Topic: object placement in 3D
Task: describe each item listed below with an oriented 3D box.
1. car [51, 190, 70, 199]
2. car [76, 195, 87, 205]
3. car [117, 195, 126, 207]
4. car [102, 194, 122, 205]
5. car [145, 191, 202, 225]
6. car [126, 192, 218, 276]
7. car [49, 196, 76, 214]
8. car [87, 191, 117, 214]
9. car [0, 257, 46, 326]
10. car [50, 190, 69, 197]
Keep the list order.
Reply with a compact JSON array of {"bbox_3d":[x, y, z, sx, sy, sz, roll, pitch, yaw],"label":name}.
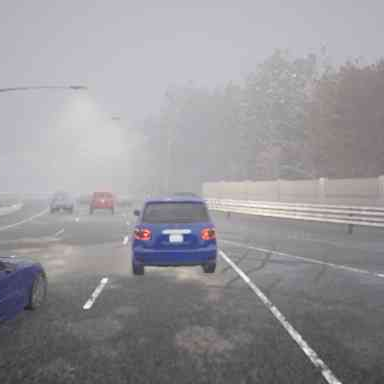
[{"bbox_3d":[-29.796,0.544,75.267,2.150,2.045,5.566,-1,1,-43],"label":"car"},{"bbox_3d":[-16.125,1.113,49.579,1.994,1.385,4.181,0,1,-27],"label":"car"},{"bbox_3d":[-9.228,1.150,43.297,2.033,1.411,5.357,0,0,-24],"label":"car"},{"bbox_3d":[-11.867,1.057,48.912,1.837,1.490,4.892,0,1,-26],"label":"car"},{"bbox_3d":[-1.469,0.997,23.680,2.150,2.045,5.566,0,0,-25],"label":"car"},{"bbox_3d":[-0.635,1.125,10.265,2.150,2.045,5.566,0,1,-6],"label":"car"},{"bbox_3d":[-12.368,1.312,31.849,1.895,1.301,4.718,0,1,-18],"label":"car"},{"bbox_3d":[-8.767,0.928,32.097,2.150,2.045,5.566,0,0,-18],"label":"car"},{"bbox_3d":[-3.668,1.484,4.579,1.812,1.442,4.674,0,1,-3],"label":"car"},{"bbox_3d":[-19.699,0.909,48.887,2.097,1.767,4.553,0,1,-27],"label":"car"}]
